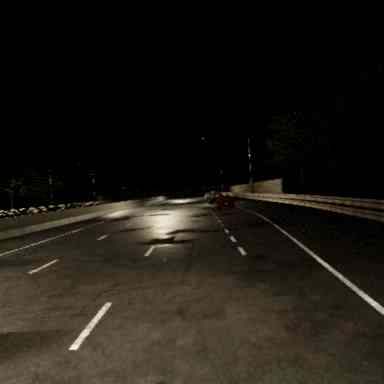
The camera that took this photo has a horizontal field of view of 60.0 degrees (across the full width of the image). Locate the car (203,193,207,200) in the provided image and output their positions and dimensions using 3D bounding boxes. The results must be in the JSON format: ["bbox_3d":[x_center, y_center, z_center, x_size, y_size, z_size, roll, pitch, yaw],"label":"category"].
[{"bbox_3d":[4.505,1.249,83.704,1.895,1.301,4.718,-4,0,1],"label":"car"}]

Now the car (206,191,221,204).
[{"bbox_3d":[4.088,0.889,56.174,2.150,2.045,5.566,-4,0,1],"label":"car"}]

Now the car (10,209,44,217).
[{"bbox_3d":[-23.993,3.242,47.786,2.033,1.411,5.357,-4,0,1],"label":"car"}]

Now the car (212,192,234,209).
[{"bbox_3d":[3.869,1.120,39.654,1.882,1.535,5.008,-4,0,1],"label":"car"}]

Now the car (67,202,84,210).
[{"bbox_3d":[-27.033,3.154,77.388,1.882,1.535,5.008,-4,0,1],"label":"car"}]

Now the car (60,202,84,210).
[{"bbox_3d":[-16.990,2.740,49.302,2.033,1.411,5.357,-4,0,1],"label":"car"}]

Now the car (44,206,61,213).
[{"bbox_3d":[-20.477,2.947,49.656,1.837,1.490,4.892,-4,0,1],"label":"car"}]
